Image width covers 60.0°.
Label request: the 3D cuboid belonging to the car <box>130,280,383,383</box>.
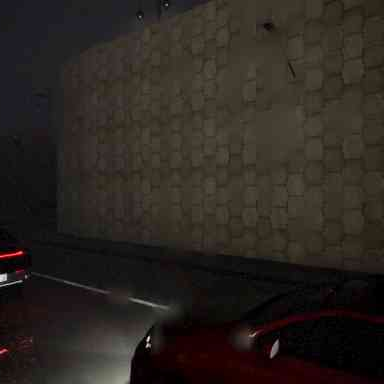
[{"bbox_3d":[1.412,1.564,2.984,4.181,1.385,1.994,0,0,36],"label":"car"}]

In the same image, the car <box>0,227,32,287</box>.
[{"bbox_3d":[-5.839,1.505,8.156,4.892,1.490,1.837,0,0,36],"label":"car"}]

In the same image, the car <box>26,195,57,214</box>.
[{"bbox_3d":[-12.910,1.061,31.021,2.128,1.511,4.902,0,5,35],"label":"car"}]
